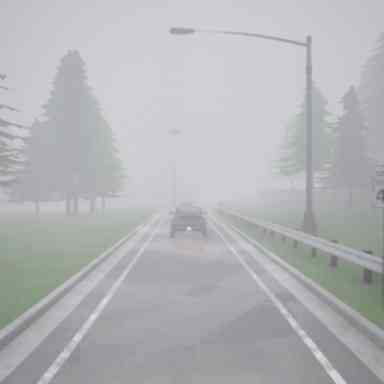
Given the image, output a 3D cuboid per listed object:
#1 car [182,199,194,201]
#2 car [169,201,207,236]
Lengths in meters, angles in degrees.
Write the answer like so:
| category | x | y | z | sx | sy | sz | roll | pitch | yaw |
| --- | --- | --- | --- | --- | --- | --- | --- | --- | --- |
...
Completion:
| category | x | y | z | sx | sy | sz | roll | pitch | yaw |
| --- | --- | --- | --- | --- | --- | --- | --- | --- | --- |
| car | -0.476 | 1.491 | 37.165 | 1.812 | 1.442 | 4.674 | 0 | 0 | 2 |
| car | -0.209 | 1.488 | 18.208 | 1.837 | 1.490 | 4.892 | 0 | 0 | -1 |
